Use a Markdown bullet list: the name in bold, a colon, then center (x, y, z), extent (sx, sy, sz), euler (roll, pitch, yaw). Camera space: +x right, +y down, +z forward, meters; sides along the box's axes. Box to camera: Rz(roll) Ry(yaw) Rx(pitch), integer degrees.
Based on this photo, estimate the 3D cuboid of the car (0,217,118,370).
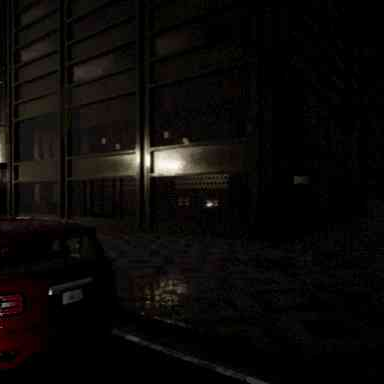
- **car**: center (-3.368, 1.340, 5.366), extent (5.009, 1.841, 2.192), euler (0, 0, 35)
